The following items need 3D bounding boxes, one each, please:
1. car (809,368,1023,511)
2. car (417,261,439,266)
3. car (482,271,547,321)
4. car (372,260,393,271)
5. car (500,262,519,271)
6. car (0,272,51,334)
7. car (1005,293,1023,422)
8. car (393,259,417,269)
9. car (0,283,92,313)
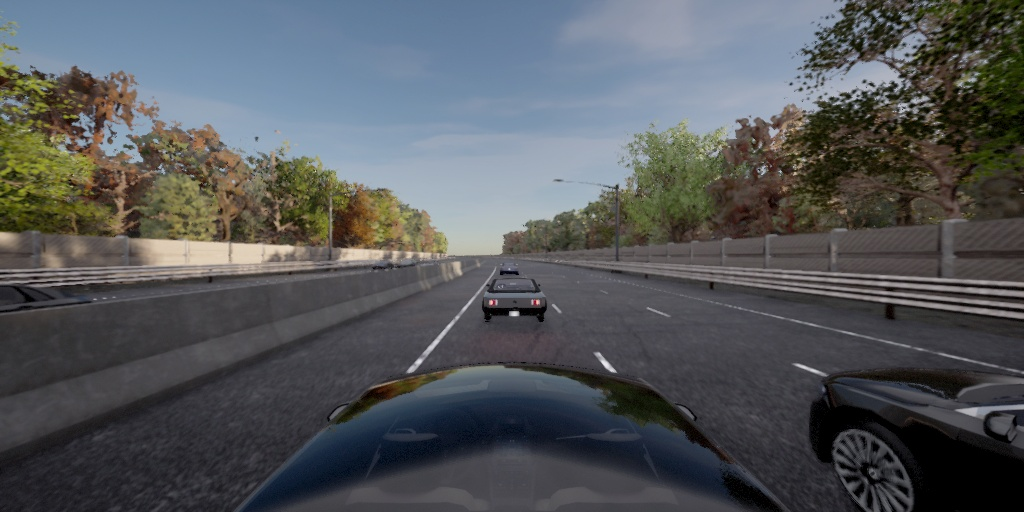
[{"bbox_3d":[3.593,1.240,1.227,2.128,1.511,4.902,0,0,0],"label":"car"},{"bbox_3d":[-11.242,1.366,49.611,1.895,1.301,4.718,0,0,-1],"label":"car"},{"bbox_3d":[0.057,1.355,12.421,1.895,1.301,4.718,0,0,0],"label":"car"},{"bbox_3d":[-18.274,1.312,51.291,2.033,1.411,5.357,0,0,-1],"label":"car"},{"bbox_3d":[-0.316,1.328,39.139,1.994,1.385,4.181,0,0,-1],"label":"car"},{"bbox_3d":[-14.120,1.233,7.750,1.882,1.535,5.008,0,0,0],"label":"car"},{"bbox_3d":[7.092,1.226,1.968,1.882,1.535,5.008,0,0,0],"label":"car"},{"bbox_3d":[-14.770,1.242,50.825,1.882,1.535,5.008,0,0,-1],"label":"car"},{"bbox_3d":[-10.615,1.259,6.278,1.837,1.490,4.892,0,0,0],"label":"car"}]
